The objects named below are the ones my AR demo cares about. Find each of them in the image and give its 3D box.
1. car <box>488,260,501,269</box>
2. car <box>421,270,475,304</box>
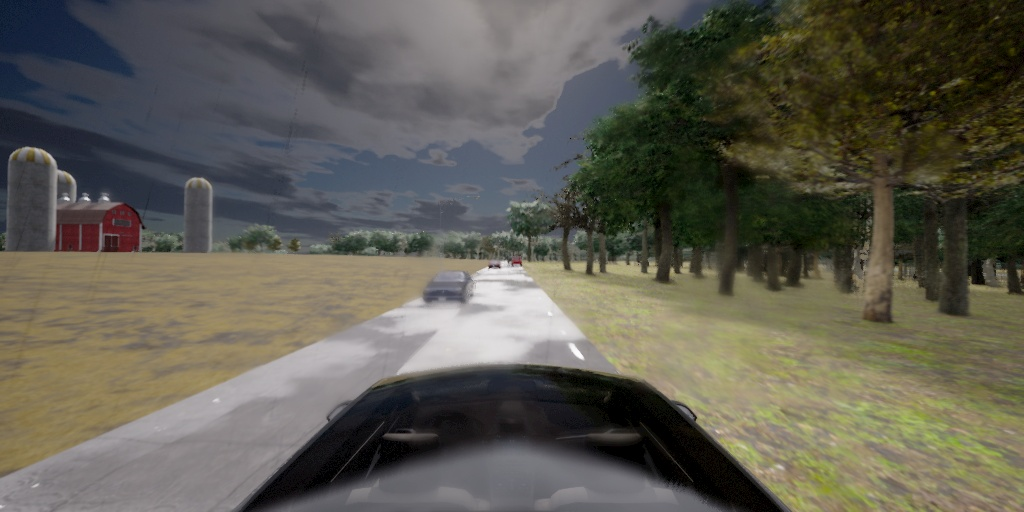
[{"bbox_3d":[-2.793,1.336,57.894,1.882,1.535,5.008,0,0,1],"label":"car"},{"bbox_3d":[-2.849,1.405,17.307,2.033,1.411,5.357,0,0,0],"label":"car"}]
